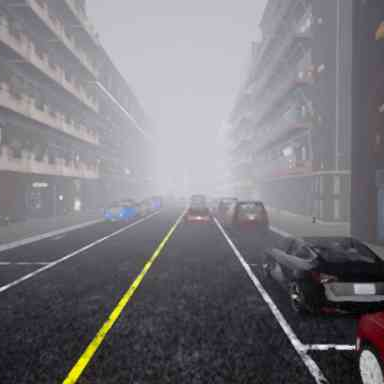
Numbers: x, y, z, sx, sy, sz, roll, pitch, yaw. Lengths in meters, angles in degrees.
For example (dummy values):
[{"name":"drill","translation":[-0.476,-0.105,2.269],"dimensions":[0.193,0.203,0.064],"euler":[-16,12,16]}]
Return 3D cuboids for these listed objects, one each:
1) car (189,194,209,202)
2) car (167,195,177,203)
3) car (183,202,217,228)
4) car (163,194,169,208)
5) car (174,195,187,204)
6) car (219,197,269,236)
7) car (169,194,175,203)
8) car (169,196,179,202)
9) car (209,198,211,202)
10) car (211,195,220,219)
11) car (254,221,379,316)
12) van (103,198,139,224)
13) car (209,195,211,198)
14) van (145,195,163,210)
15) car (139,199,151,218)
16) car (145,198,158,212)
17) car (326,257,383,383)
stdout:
[{"name":"car","translation":[0.803,1.301,43.796],"dimensions":[2.150,2.045,5.566],"euler":[0,0,1]},{"name":"car","translation":[-4.477,1.566,75.512],"dimensions":[1.967,1.590,4.097],"euler":[-1,0,1]},{"name":"car","translation":[0.459,1.603,22.789],"dimensions":[1.994,1.385,4.181],"euler":[0,0,1]},{"name":"car","translation":[-4.954,1.383,47.196],"dimensions":[2.192,1.841,5.009],"euler":[-1,0,1]},{"name":"car","translation":[-1.950,1.653,65.622],"dimensions":[1.812,1.442,4.674],"euler":[0,0,1]},{"name":"car","translation":[2.969,1.354,18.712],"dimensions":[2.192,1.841,5.009],"euler":[-1,0,1]},{"name":"car","translation":[-4.571,1.429,69.849],"dimensions":[2.192,1.841,5.009],"euler":[-1,0,1]},{"name":"car","translation":[-4.383,1.705,81.175],"dimensions":[1.947,1.339,4.313],"euler":[-1,0,1]},{"name":"car","translation":[3.344,1.663,41.364],"dimensions":[1.802,1.307,4.206],"euler":[-1,0,1]},{"name":"car","translation":[3.155,1.374,30.039],"dimensions":[2.192,1.841,5.009],"euler":[-1,0,1]},{"name":"car","translation":[2.786,1.586,7.386],"dimensions":[1.947,1.339,4.313],"euler":[-1,0,1]},{"name":"van","translation":[-5.283,1.367,24.543],"dimensions":[1.690,1.788,3.998],"euler":[-1,0,1]},{"name":"car","translation":[3.918,1.639,56.794],"dimensions":[1.812,1.442,4.674],"euler":[0,0,1]},{"name":"van","translation":[-5.019,1.398,41.533],"dimensions":[1.690,1.788,3.998],"euler":[-1,0,1]},{"name":"car","translation":[-5.187,1.618,30.206],"dimensions":[1.802,1.307,4.206],"euler":[-1,0,1]},{"name":"car","translation":[-5.097,1.628,35.868],"dimensions":[1.802,1.307,4.206],"euler":[-1,0,1]},{"name":"car","translation":[2.698,1.556,2.065],"dimensions":[1.887,1.381,4.507],"euler":[-1,0,1]}]
